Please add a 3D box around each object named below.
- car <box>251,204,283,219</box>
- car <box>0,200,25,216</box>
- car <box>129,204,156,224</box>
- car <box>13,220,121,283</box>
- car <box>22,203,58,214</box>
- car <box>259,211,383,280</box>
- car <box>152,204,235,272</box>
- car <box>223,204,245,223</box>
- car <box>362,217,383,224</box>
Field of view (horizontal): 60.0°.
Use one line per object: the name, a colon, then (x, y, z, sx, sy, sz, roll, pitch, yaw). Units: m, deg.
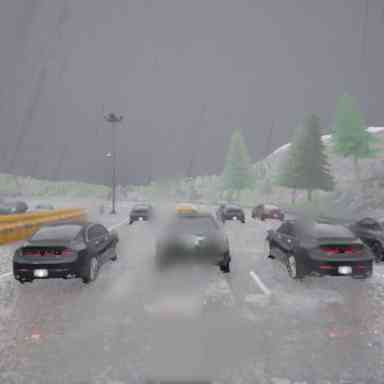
car: (6.439, 1.716, 28.604, 1.812, 1.442, 4.674, 0, 0, -4)
car: (-19.050, 1.759, 35.455, 2.097, 1.767, 4.553, 0, 0, -8)
car: (-3.969, 1.751, 27.137, 1.837, 1.490, 4.892, 0, 0, -4)
car: (-3.462, 1.610, 10.029, 1.837, 1.490, 4.892, 0, 0, 0)
car: (-15.350, 1.975, 34.270, 1.895, 1.301, 4.718, 0, 0, -7)
car: (3.538, 1.566, 10.120, 1.837, 1.490, 4.892, 0, 0, 0)
car: (0.032, 1.443, 11.280, 2.097, 1.767, 4.553, 0, -1, 0)
car: (3.031, 1.707, 27.165, 1.837, 1.490, 4.892, 0, 0, -4)
car: (7.030, 1.621, 12.356, 1.994, 1.385, 4.181, 0, 0, 0)
